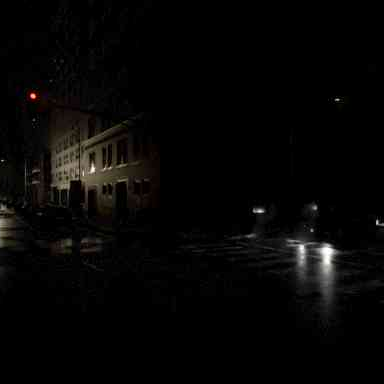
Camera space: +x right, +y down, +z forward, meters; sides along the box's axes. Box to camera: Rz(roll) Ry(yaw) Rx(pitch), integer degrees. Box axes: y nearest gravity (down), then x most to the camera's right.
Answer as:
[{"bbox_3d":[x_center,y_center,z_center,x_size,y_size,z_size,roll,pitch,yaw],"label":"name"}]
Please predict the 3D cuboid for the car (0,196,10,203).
[{"bbox_3d":[-38.359,1.576,67.775,1.802,1.307,4.206,1,0,-32],"label":"car"}]

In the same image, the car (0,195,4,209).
[{"bbox_3d":[-26.514,1.526,44.253,1.812,1.442,4.674,0,0,-32],"label":"car"}]

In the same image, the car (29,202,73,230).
[{"bbox_3d":[-8.797,1.568,21.031,1.947,1.339,4.313,1,0,-32],"label":"car"}]

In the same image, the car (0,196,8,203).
[{"bbox_3d":[-41.315,1.559,72.450,1.947,1.339,4.313,1,0,-32],"label":"car"}]

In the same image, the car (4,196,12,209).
[{"bbox_3d":[-23.578,1.567,44.403,1.947,1.339,4.313,1,0,-32],"label":"car"}]

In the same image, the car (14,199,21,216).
[{"bbox_3d":[-14.709,1.553,30.380,2.008,1.369,4.403,1,0,-32],"label":"car"}]

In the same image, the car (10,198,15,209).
[{"bbox_3d":[-17.665,1.547,35.054,1.887,1.381,4.507,1,0,-32],"label":"car"}]

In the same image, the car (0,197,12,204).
[{"bbox_3d":[-35.402,1.562,63.101,1.947,1.339,4.313,1,0,-32],"label":"car"}]

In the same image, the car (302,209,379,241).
[{"bbox_3d":[7.930,1.668,17.625,4.892,1.490,1.837,0,-1,-33],"label":"car"}]

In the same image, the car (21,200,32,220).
[{"bbox_3d":[-11.753,1.547,25.705,1.887,1.381,4.507,1,0,-32],"label":"car"}]
